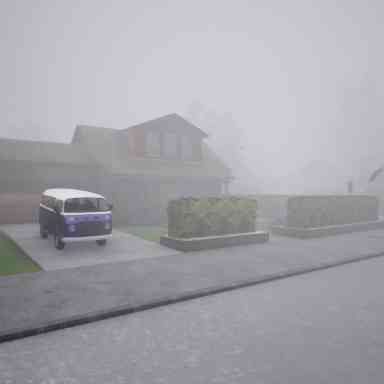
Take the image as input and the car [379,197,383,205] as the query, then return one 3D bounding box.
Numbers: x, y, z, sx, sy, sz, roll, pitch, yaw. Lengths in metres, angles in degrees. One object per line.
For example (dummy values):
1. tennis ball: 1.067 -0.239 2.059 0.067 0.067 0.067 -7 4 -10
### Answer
1. car: 24.676 0.985 41.440 3.866 1.878 1.905 0 0 0
